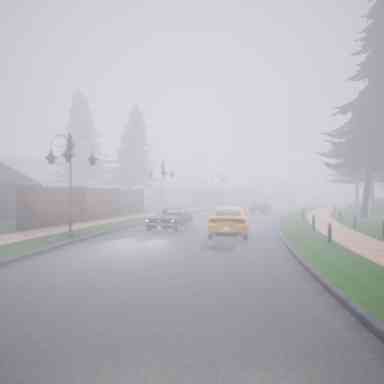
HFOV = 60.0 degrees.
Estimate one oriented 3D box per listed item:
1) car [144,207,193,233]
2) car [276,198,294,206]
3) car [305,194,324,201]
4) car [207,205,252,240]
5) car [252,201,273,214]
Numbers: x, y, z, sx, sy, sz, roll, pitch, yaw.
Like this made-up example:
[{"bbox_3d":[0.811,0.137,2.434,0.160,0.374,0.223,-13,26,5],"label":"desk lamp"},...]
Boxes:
[{"bbox_3d":[-1.280,1.604,19.859,1.895,1.301,4.718,0,0,12],"label":"car"},{"bbox_3d":[16.259,1.657,58.364,1.994,1.385,4.181,0,0,37],"label":"car"},{"bbox_3d":[31.826,1.348,87.670,1.905,1.878,3.866,0,0,-44],"label":"car"},{"bbox_3d":[1.981,1.494,17.264,1.882,1.535,5.008,0,0,10],"label":"car"},{"bbox_3d":[7.419,1.648,35.438,1.895,1.301,4.718,0,0,22],"label":"car"}]
